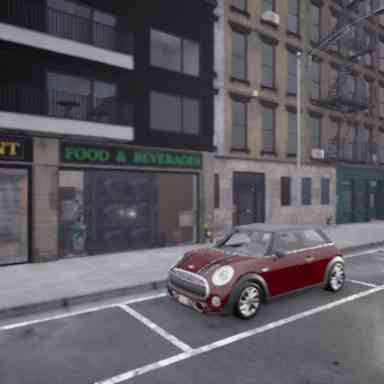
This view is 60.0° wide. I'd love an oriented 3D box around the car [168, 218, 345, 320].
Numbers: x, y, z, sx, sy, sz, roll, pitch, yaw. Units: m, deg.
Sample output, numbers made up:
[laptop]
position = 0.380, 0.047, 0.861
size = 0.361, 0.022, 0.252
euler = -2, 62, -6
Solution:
[car]
position = 1.471, 1.439, 7.238
size = 4.097, 1.590, 1.967
euler = 0, 0, -36
